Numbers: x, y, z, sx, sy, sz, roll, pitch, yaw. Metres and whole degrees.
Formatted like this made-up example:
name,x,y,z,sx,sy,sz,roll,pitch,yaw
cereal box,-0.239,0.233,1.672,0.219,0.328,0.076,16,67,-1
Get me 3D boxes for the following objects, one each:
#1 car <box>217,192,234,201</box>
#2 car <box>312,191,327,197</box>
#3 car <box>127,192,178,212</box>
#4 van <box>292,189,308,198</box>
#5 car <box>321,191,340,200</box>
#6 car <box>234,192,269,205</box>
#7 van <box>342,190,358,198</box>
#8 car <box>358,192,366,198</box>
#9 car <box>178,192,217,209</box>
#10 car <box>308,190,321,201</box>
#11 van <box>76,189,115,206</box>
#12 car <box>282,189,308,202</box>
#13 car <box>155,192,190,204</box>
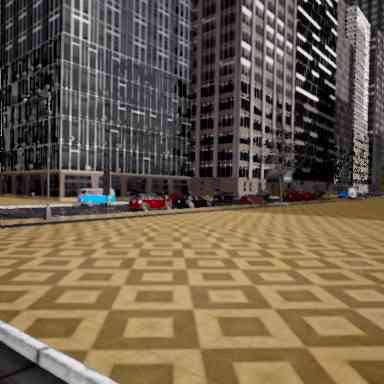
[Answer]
name,x,y,z,sx,sy,sz,roll,pitch,yaw
car,5.064,0.653,51.895,1.947,1.339,4.313,3,2,41
car,31.336,0.458,81.824,1.947,1.339,4.313,3,2,41
car,-3.566,0.850,29.170,1.967,1.590,4.097,3,2,41
van,23.835,0.289,73.266,1.690,1.788,3.998,3,2,41
car,26.474,0.707,63.582,1.752,1.417,4.829,3,2,41
car,7.596,0.904,42.079,1.802,1.307,4.206,3,2,41
van,33.872,0.468,72.001,1.690,1.788,3.998,3,2,41
car,37.620,0.651,76.282,2.008,1.369,4.403,3,2,41
car,0.141,0.946,33.485,1.947,1.339,4.313,3,2,41
car,18.861,0.554,54.898,2.192,1.841,5.009,3,2,41
van,-10.031,0.538,34.869,1.690,1.788,3.998,3,2,41
car,15.108,0.582,50.623,2.192,1.841,5.009,3,2,41
car,-2.446,0.688,43.350,1.887,1.381,4.507,3,2,41
